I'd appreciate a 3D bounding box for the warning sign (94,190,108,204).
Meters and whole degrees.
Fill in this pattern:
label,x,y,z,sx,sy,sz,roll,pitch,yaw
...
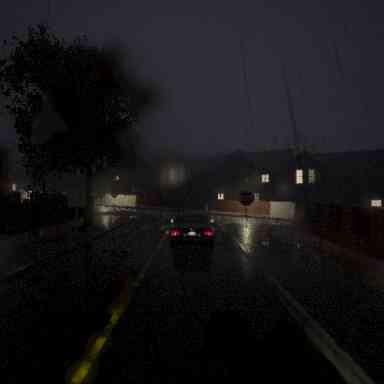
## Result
label,x,y,z,sx,sy,sz,roll,pitch,yaw
warning sign,-12.302,0.702,45.017,1.060,1.860,1.300,-1,1,32

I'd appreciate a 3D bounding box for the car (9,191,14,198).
label,x,y,z,sx,sy,sz,roll,pitch,yaw
car,-29.852,0.481,53.100,5.357,1.411,2.033,2,0,32

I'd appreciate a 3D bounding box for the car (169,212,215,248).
label,x,y,z,sx,sy,sz,roll,pitch,yaw
car,0.001,1.570,14.656,2.033,1.411,5.357,0,0,0
